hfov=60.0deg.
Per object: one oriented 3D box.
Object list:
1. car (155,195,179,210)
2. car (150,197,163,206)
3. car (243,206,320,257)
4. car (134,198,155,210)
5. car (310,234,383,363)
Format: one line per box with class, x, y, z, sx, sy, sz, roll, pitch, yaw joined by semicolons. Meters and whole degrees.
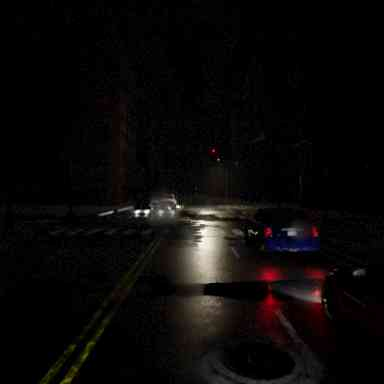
car;-3.333;1.373;45.725;2.150;2.045;5.566;0;0;0
car;-6.516;1.735;61.935;1.812;1.442;4.674;0;0;0
car;3.351;1.393;13.213;2.097;1.767;4.553;0;0;0
car;-6.581;1.712;45.288;1.994;1.385;4.181;0;0;0
car;3.339;1.578;4.530;1.994;1.385;4.181;0;0;2
